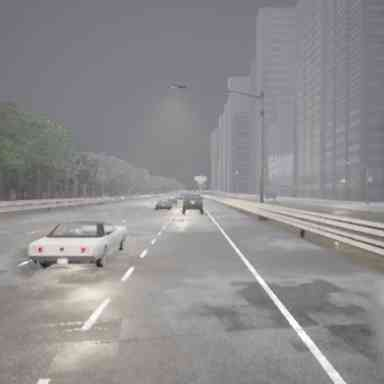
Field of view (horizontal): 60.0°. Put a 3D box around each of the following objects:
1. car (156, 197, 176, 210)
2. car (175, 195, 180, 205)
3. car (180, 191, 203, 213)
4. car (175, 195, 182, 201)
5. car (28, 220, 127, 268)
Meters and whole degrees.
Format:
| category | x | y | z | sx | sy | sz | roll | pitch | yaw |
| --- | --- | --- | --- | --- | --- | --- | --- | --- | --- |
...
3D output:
| category | x | y | z | sx | sy | sz | roll | pitch | yaw |
| --- | --- | --- | --- | --- | --- | --- | --- | --- | --- |
| car | -3.551 | 1.570 | 42.854 | 1.994 | 1.385 | 4.181 | 0 | 0 | 0 |
| car | -3.625 | 1.565 | 60.879 | 1.812 | 1.442 | 4.674 | 0 | 0 | 0 |
| car | 0.080 | 1.231 | 36.829 | 2.150 | 2.045 | 5.566 | 0 | 0 | 0 |
| car | -3.854 | 1.613 | 94.774 | 1.882 | 1.535 | 5.008 | 0 | 0 | 0 |
| car | -3.496 | 1.590 | 11.226 | 1.895 | 1.301 | 4.718 | 0 | 0 | 0 |
